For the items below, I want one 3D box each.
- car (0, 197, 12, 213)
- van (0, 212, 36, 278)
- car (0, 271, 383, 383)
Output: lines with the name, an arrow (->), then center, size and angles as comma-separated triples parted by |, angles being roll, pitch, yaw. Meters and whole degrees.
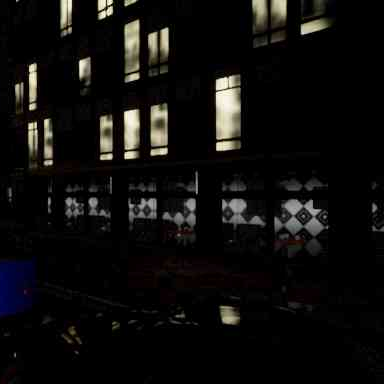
car -> -14.414, 1.345, 28.174 | 2.192, 1.841, 5.009 | -1, -1, 35
van -> -4.522, 1.339, 6.062 | 3.998, 1.788, 1.690 | 0, 0, 35
car -> 0.110, 1.581, 2.759 | 4.206, 1.307, 1.802 | 0, 0, 35
